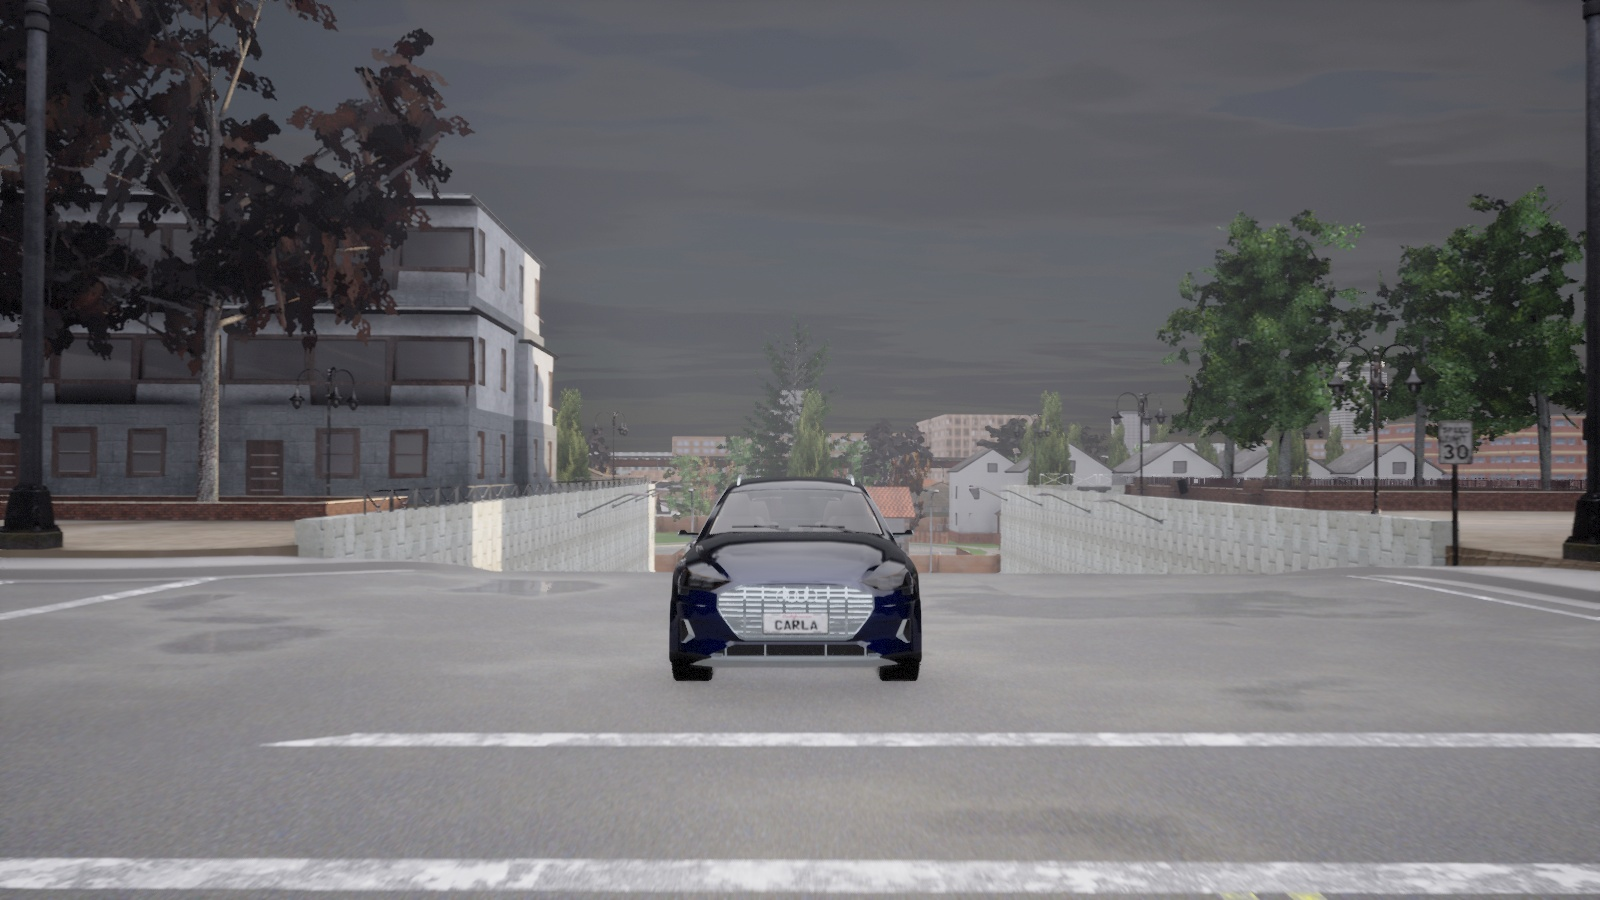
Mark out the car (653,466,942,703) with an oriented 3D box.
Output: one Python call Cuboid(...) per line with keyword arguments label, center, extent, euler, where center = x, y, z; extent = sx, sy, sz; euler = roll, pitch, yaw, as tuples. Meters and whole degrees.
Cuboid(label="car", center=(-0.026, 1.018, 11.293), extent=(2.033, 1.649, 4.856), euler=(0, -2, 0))
